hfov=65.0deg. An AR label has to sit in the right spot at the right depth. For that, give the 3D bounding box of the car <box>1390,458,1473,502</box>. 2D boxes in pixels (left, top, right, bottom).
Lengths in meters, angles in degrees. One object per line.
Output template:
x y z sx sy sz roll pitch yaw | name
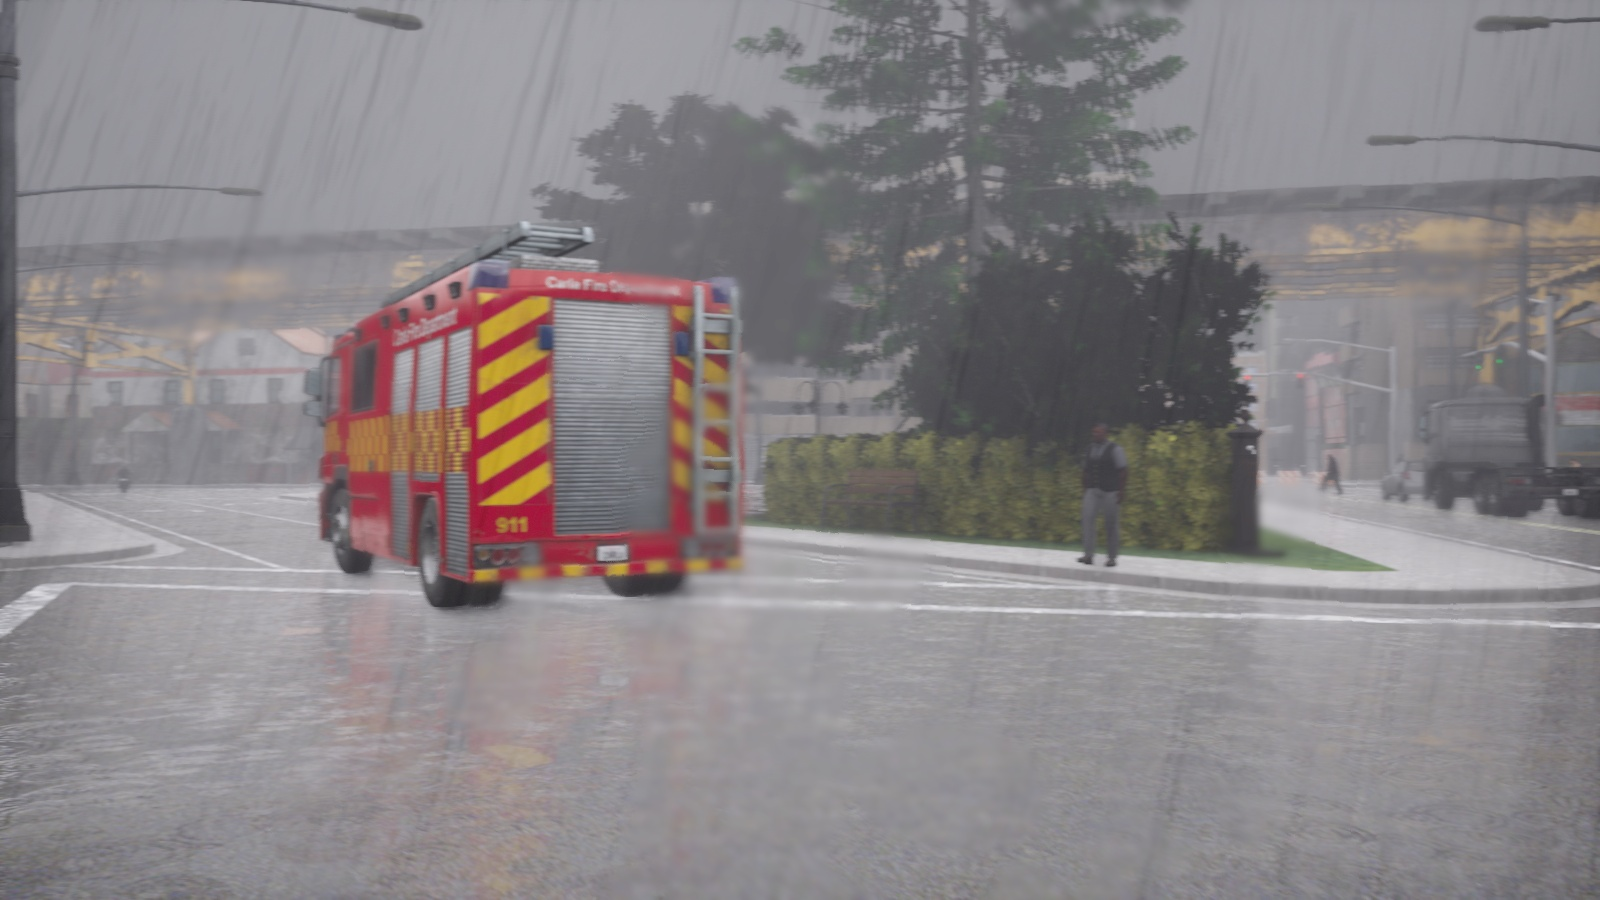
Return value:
22.788 1.067 45.427 1.845 1.501 3.633 -1 -1 13 | car

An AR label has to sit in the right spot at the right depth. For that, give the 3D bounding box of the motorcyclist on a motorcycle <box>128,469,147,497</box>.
-37.594 1.848 71.267 0.866 1.530 2.191 -1 -1 -26 | motorcyclist on a motorcycle

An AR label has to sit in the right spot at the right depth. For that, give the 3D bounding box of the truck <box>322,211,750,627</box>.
-3.865 -0.225 15.940 2.891 3.827 8.468 0 -1 -29 | truck

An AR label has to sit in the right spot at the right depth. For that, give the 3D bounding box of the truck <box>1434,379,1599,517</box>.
20.528 -0.019 35.339 2.891 3.462 7.936 -1 -1 13 | truck

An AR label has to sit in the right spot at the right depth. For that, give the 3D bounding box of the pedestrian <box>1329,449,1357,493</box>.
23.426 0.903 54.141 0.899 1.844 0.634 0 -1 -5 | pedestrian

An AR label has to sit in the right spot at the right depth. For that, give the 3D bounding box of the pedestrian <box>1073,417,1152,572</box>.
3.914 0.542 15.722 0.849 1.883 0.563 0 -1 -42 | pedestrian
